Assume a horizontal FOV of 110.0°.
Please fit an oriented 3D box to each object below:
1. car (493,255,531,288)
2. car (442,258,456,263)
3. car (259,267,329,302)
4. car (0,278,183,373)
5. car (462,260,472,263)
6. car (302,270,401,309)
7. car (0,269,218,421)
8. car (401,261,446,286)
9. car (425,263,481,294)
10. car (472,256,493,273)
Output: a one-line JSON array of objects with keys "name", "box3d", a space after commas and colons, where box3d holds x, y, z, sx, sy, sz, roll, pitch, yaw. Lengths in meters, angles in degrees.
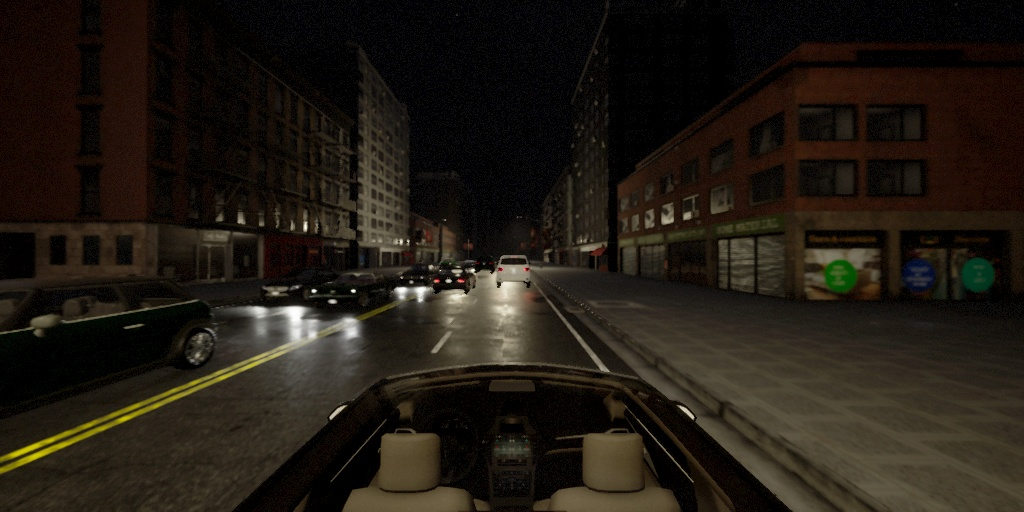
[{"name": "car", "box3d": [0.105, 0.972, 24.150, 2.150, 2.045, 5.566, 0, 0, 0]}, {"name": "car", "box3d": [-9.749, 1.104, 54.570, 2.097, 1.767, 4.553, 0, 0, 0]}, {"name": "car", "box3d": [-9.747, 1.277, 17.093, 1.812, 1.442, 4.674, 0, 0, 0]}, {"name": "car", "box3d": [-9.800, 1.299, 6.883, 2.033, 1.411, 5.357, 0, 0, 0]}, {"name": "car", "box3d": [-6.500, 1.319, 54.383, 1.994, 1.385, 4.181, 0, 0, 0]}, {"name": "car", "box3d": [-6.497, 1.352, 15.207, 1.895, 1.301, 4.718, 0, 0, 0]}, {"name": "car", "box3d": [-6.568, 1.102, 4.755, 2.097, 1.767, 4.553, 0, 0, 0]}, {"name": "car", "box3d": [-6.495, 1.299, 25.806, 2.033, 1.411, 5.357, 0, 0, 0]}, {"name": "car", "box3d": [-3.145, 1.299, 20.331, 2.033, 1.411, 5.357, 0, 0, 0]}, {"name": "car", "box3d": [-3.145, 0.975, 42.921, 2.150, 2.045, 5.566, 0, 0, 0]}]
